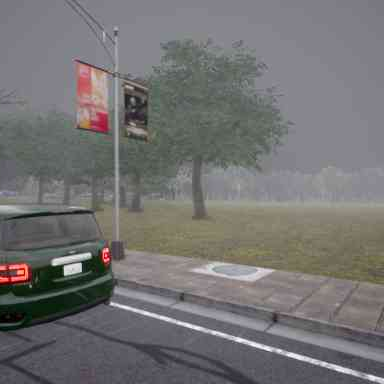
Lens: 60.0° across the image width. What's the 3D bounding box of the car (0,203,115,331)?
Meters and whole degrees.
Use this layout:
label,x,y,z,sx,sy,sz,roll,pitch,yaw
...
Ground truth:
label,x,y,z,sx,sy,sz,roll,pitch,yaw
car,-3.918,1.235,6.436,5.566,2.045,2.150,0,0,36
